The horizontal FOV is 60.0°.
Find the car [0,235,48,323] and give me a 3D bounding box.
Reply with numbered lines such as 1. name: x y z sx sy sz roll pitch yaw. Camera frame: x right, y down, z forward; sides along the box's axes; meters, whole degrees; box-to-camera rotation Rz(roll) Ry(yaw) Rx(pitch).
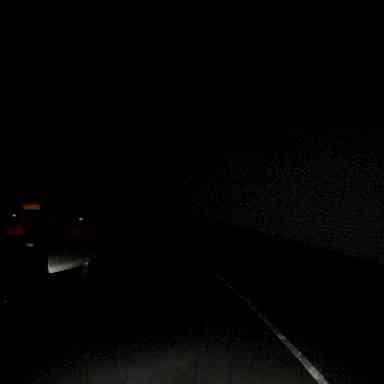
1. car: -4.475 1.593 7.011 1.994 1.385 4.181 0 0 -11

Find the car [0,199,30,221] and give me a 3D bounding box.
1. car: -15.613 1.607 28.434 1.837 1.490 4.892 0 0 -37

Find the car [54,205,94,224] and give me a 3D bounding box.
1. car: -9.265 1.661 25.735 1.895 1.301 4.718 0 0 -35

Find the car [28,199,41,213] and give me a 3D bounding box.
1. car: -18.968 1.601 38.510 1.882 1.535 5.008 0 0 -38
